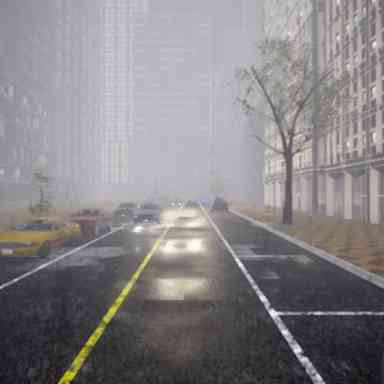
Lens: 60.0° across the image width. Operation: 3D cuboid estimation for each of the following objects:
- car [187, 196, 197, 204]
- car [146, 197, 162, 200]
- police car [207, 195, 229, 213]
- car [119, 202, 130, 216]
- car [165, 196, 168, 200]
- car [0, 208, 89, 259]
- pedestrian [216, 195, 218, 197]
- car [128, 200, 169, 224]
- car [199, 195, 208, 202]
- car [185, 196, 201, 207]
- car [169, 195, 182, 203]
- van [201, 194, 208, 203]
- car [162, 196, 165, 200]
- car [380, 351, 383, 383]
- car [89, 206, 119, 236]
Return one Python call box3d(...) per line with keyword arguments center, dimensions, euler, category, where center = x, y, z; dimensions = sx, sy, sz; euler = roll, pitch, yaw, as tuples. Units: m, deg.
box3d(center=(0.000, 1.575, 65.679), dimensions=(1.994, 1.385, 4.181), euler=(0, 0, 0), category="car")
box3d(center=(-5.682, 1.446, 46.686), dimensions=(1.967, 1.590, 4.097), euler=(1, 0, 0), category="car")
box3d(center=(2.999, 1.431, 37.128), dimensions=(1.930, 1.638, 5.238), euler=(0, 0, 0), category="police car")
box3d(center=(-5.683, 1.571, 29.758), dimensions=(1.947, 1.339, 4.313), euler=(1, 0, 0), category="car")
box3d(center=(-5.684, 1.571, 57.971), dimensions=(1.947, 1.339, 4.313), euler=(1, 0, 0), category="car")
box3d(center=(-5.682, 1.528, 12.660), dimensions=(1.752, 1.417, 4.829), euler=(1, 0, 0), category="car")
box3d(center=(2.999, 1.300, 40.145), dimensions=(0.375, 1.860, 0.375), euler=(1, -1, 0), category="pedestrian")
box3d(center=(-3.102, 1.553, 25.030), dimensions=(2.033, 1.411, 5.357), euler=(0, 0, 0), category="car")
box3d(center=(2.697, 1.443, 80.534), dimensions=(1.967, 1.590, 4.097), euler=(1, 0, 0), category="car")
box3d(center=(0.002, 1.570, 50.284), dimensions=(1.994, 1.385, 4.181), euler=(0, 0, 0), category="car")
box3d(center=(-3.009, 1.560, 66.671), dimensions=(1.994, 1.385, 4.181), euler=(0, 0, 0), category="car")
box3d(center=(2.699, 1.346, 69.251), dimensions=(1.690, 1.788, 3.998), euler=(1, 0, 0), category="van")
box3d(center=(-5.684, 1.587, 52.329), dimensions=(1.802, 1.307, 4.206), euler=(1, 0, 0), category="car")
box3d(center=(2.698, 1.551, 1.555), dimensions=(2.008, 1.369, 4.403), euler=(1, 0, 0), category="car")
box3d(center=(-5.682, 1.549, 18.472), dimensions=(1.887, 1.381, 4.507), euler=(1, 0, 0), category="car")
